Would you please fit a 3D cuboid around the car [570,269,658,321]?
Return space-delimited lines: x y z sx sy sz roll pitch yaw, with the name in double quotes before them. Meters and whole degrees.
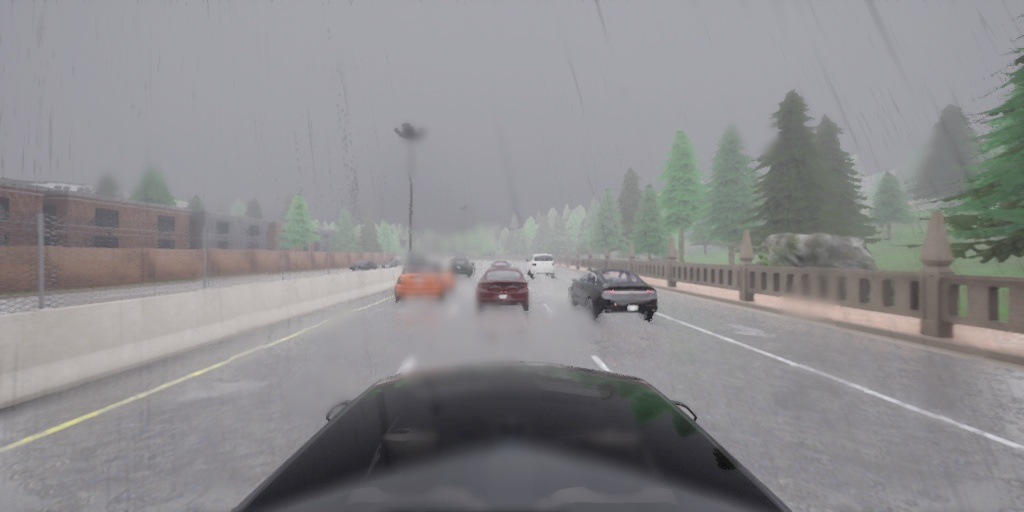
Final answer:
"car" 3.226 1.197 12.204 2.128 1.511 4.902 0 0 -2

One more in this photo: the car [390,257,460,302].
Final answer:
"car" -3.934 1.066 17.064 2.097 1.767 4.553 0 0 -2

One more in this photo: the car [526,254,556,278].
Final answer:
"car" 2.531 0.863 31.843 2.150 2.045 5.566 0 0 -2

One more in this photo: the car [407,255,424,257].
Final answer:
"car" -12.122 0.874 44.544 2.150 2.045 5.566 0 0 -2

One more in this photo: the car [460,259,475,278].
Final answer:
"car" -4.490 1.018 32.247 2.097 1.767 4.553 0 0 -2

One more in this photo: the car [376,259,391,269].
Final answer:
"car" -15.710 1.149 47.158 2.128 1.511 4.902 0 0 -2

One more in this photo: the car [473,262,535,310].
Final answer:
"car" -0.345 1.187 14.426 1.882 1.535 5.008 0 0 -2

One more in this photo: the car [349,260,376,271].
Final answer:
"car" -19.189 1.219 46.483 2.033 1.411 5.357 0 0 -2
